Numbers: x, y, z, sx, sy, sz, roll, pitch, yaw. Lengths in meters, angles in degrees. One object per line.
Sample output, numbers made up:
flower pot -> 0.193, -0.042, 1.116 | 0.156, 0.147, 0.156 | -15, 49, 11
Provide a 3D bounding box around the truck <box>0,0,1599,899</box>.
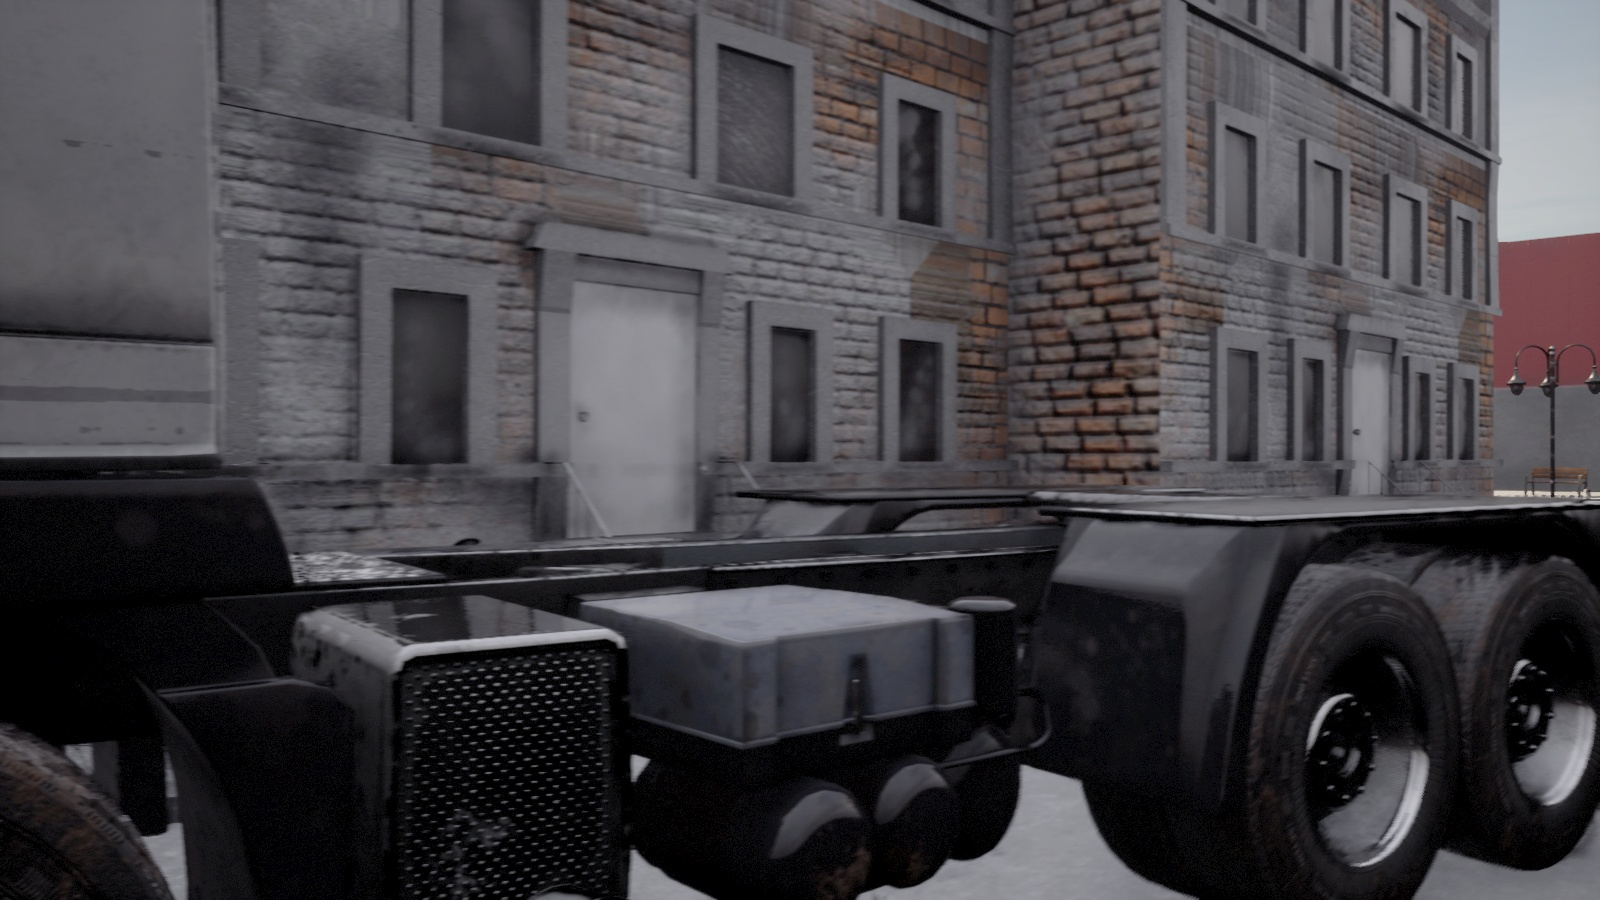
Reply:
truck -> -0.333, -0.226, 4.040 | 7.936, 3.462, 2.891 | 0, 0, -35
